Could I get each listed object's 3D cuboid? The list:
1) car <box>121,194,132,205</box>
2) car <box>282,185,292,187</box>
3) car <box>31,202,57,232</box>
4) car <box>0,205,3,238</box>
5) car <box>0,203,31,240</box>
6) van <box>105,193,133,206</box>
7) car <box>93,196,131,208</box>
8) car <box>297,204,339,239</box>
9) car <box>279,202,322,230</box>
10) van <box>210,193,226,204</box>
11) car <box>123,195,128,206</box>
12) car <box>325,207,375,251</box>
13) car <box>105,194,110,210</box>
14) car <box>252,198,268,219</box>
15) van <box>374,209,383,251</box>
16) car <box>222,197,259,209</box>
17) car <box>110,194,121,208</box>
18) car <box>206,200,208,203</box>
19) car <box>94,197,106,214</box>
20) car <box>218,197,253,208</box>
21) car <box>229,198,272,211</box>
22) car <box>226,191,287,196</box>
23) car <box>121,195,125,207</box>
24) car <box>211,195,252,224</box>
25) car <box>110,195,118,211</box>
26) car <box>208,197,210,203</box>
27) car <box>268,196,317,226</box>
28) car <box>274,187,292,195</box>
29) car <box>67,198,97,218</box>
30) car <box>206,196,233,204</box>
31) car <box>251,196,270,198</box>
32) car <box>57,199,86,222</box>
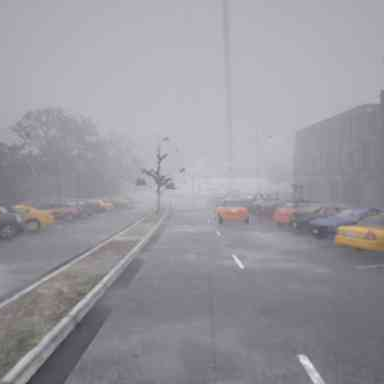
[{"bbox_3d":[-11.779,1.491,48.592,5.366,1.575,1.946,-1,0,-24],"label":"car"},{"bbox_3d":[22.852,-0.429,76.292,2.435,2.045,5.566,-7,4,-30],"label":"car"},{"bbox_3d":[-10.551,1.500,18.930,5.008,1.535,2.097,-1,0,-21],"label":"car"},{"bbox_3d":[-10.475,1.503,12.997,4.892,1.521,2.231,-1,0,-20],"label":"car"},{"bbox_3d":[-10.486,1.375,15.974,4.553,1.767,2.185,-1,0,-21],"label":"car"},{"bbox_3d":[-12.601,1.269,57.415,4.442,1.987,1.878,-1,0,-25],"label":"van"},{"bbox_3d":[-12.348,1.496,51.387,5.366,1.575,1.946,-1,0,-24],"label":"car"},{"bbox_3d":[7.721,1.474,15.363,5.008,1.535,2.097,1,0,-21],"label":"car"},{"bbox_3d":[7.663,1.473,18.381,4.892,1.521,2.231,1,0,-21],"label":"car"},{"bbox_3d":[5.828,1.217,54.534,4.442,1.987,1.878,1,0,-25],"label":"van"},{"bbox_3d":[-11.725,1.537,45.558,4.674,1.452,2.002,-1,0,-24],"label":"car"},{"bbox_3d":[7.906,1.476,12.420,5.366,1.575,1.946,1,0,-20],"label":"car"},{"bbox_3d":[-11.065,1.373,33.726,4.553,1.767,2.185,-1,0,-22],"label":"car"},{"bbox_3d":[7.474,1.464,27.446,5.008,1.535,2.097,1,0,-22],"label":"car"},{"bbox_3d":[7.642,1.251,9.292,4.442,1.987,1.878,1,0,-20],"label":"van"},{"bbox_3d":[6.610,1.491,45.548,4.674,1.452,2.002,1,0,-24],"label":"car"},{"bbox_3d":[-11.317,1.372,39.659,4.553,1.767,2.185,-1,0,-23],"label":"car"},{"bbox_3d":[5.219,1.435,60.522,5.366,1.575,1.946,1,0,-26],"label":"car"},{"bbox_3d":[-10.896,1.498,30.775,5.008,1.535,2.097,-1,0,-22],"label":"car"},{"bbox_3d":[6.394,1.488,48.565,4.674,1.452,2.002,1,0,-24],"label":"car"},{"bbox_3d":[6.967,1.495,39.521,4.674,1.452,2.002,1,0,-23],"label":"car"},{"bbox_3d":[7.104,1.206,36.484,5.566,2.045,2.435,1,0,-23],"label":"car"},{"bbox_3d":[-11.522,1.537,42.604,4.674,1.452,2.002,-1,0,-23],"label":"car"},{"bbox_3d":[2.854,1.339,25.005,2.097,1.767,4.553,0,0,-1],"label":"car"},{"bbox_3d":[-11.350,1.498,36.617,5.366,1.575,1.946,-1,0,-23],"label":"car"},{"bbox_3d":[5.698,1.316,57.607,4.553,1.767,2.185,1,0,-25],"label":"car"},{"bbox_3d":[7.603,1.344,21.400,4.553,1.767,2.185,1,0,-21],"label":"car"},{"bbox_3d":[19.905,0.151,75.773,2.002,1.452,4.674,-7,4,-30],"label":"car"},{"bbox_3d":[-10.763,1.528,27.833,4.792,1.488,2.163,-1,0,-22],"label":"car"},{"bbox_3d":[5.273,1.473,63.582,4.792,1.488,2.163,1,0,-26],"label":"car"},{"bbox_3d":[7.268,1.460,33.480,5.008,1.535,2.097,1,0,-23],"label":"car"},{"bbox_3d":[-10.726,1.529,24.839,4.792,1.488,2.163,-1,0,-22],"label":"car"}]
